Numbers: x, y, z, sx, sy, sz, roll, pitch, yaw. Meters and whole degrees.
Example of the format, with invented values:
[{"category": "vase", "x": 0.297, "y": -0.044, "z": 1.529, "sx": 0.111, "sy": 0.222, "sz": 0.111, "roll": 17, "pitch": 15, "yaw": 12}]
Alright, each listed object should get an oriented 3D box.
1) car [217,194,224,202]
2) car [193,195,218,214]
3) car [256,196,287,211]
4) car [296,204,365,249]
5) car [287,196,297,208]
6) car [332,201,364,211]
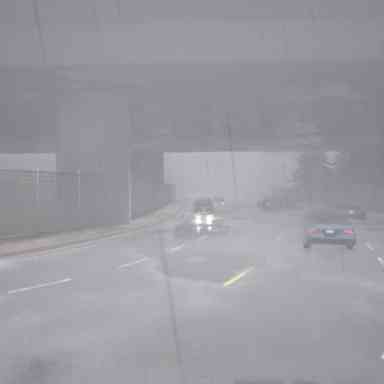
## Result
[{"category": "car", "x": 5.057, "y": 1.206, "z": 64.319, "sx": 1.812, "sy": 1.442, "sz": 4.674, "roll": 0, "pitch": 0, "yaw": 1}, {"category": "car", "x": 1.157, "y": 1.338, "z": 33.068, "sx": 2.128, "sy": 1.511, "sz": 4.902, "roll": 0, "pitch": 0, "yaw": 1}, {"category": "car", "x": 8.425, "y": 1.325, "z": 36.725, "sx": 2.033, "sy": 1.411, "sz": 5.357, "roll": 0, "pitch": 0, "yaw": 1}, {"category": "car", "x": 5.625, "y": 1.446, "z": 14.182, "sx": 2.033, "sy": 1.411, "sz": 5.357, "roll": 0, "pitch": 0, "yaw": 17}, {"category": "car", "x": 11.977, "y": 1.272, "z": 43.012, "sx": 2.033, "sy": 1.411, "sz": 5.357, "roll": 0, "pitch": 0, "yaw": 1}, {"category": "car", "x": 11.297, "y": 1.374, "z": 25.018, "sx": 1.994, "sy": 1.385, "sz": 4.181, "roll": 0, "pitch": 0, "yaw": 7}]
